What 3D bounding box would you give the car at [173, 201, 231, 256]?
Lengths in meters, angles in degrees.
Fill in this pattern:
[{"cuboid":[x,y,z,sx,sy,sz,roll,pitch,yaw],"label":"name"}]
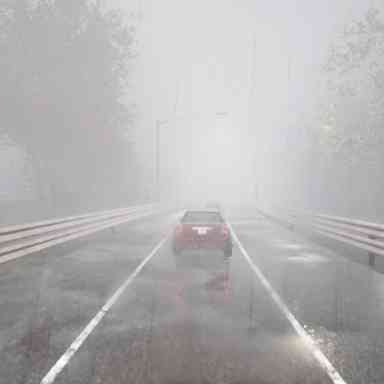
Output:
[{"cuboid":[0.447,1.434,13.768,2.097,1.767,4.553,0,0,2],"label":"car"}]
